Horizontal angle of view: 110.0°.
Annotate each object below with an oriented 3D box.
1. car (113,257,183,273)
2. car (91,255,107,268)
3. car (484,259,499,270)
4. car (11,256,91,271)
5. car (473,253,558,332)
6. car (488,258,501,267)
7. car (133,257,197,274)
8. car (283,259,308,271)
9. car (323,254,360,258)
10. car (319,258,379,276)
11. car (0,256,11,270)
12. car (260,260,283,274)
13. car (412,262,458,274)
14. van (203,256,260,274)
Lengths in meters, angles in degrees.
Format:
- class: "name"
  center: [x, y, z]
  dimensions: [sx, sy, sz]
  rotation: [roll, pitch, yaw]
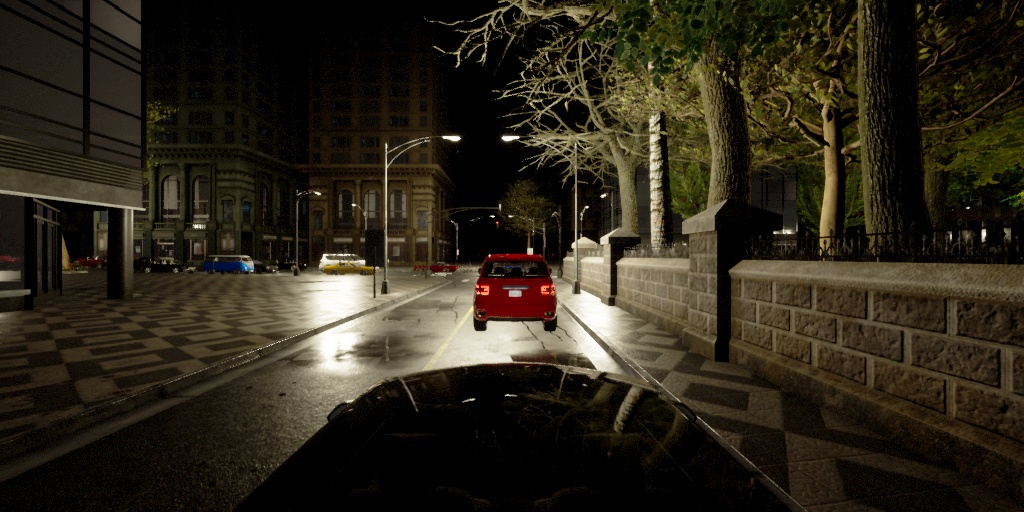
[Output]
- class: "car"
  center: [-36.612, 0.858, 36.184]
  dimensions: [4.902, 1.511, 2.128]
  rotation: [1, 0, 0]
- class: "car"
  center: [-48.784, 0.630, 42.103]
  dimensions: [4.097, 1.591, 1.967]
  rotation: [0, 0, 0]
- class: "car"
  center: [-3.119, 1.221, 54.058]
  dimensions: [2.033, 1.411, 5.357]
  rotation: [0, 0, -4]
- class: "car"
  center: [-43.040, 0.799, 33.544]
  dimensions: [4.829, 1.417, 1.751]
  rotation: [0, 0, 0]
- class: "car"
  center: [0.099, 0.971, 11.067]
  dimensions: [2.150, 2.045, 5.566]
  rotation: [0, 0, 0]
- class: "car"
  center: [-3.061, 1.155, 64.092]
  dimensions: [2.033, 1.411, 5.357]
  rotation: [0, 0, 0]
- class: "car"
  center: [-31.970, 0.980, 33.479]
  dimensions: [4.403, 1.370, 2.007]
  rotation: [0, 0, 0]
- class: "car"
  center: [-26.312, 1.065, 41.972]
  dimensions: [4.313, 1.339, 1.948]
  rotation: [0, 0, 0]
- class: "car"
  center: [-16.372, 0.830, 36.053]
  dimensions: [5.566, 2.045, 2.150]
  rotation: [1, 0, 1]
- class: "car"
  center: [-14.941, 1.146, 33.380]
  dimensions: [4.829, 1.417, 1.751]
  rotation: [0, 0, 0]
- class: "car"
  center: [-48.827, 0.742, 33.577]
  dimensions: [4.403, 1.370, 2.007]
  rotation: [0, 0, 0]
- class: "car"
  center: [-26.606, 1.043, 36.114]
  dimensions: [5.357, 1.411, 2.033]
  rotation: [1, 0, 1]
- class: "car"
  center: [-8.382, 1.290, 39.202]
  dimensions: [4.718, 1.301, 1.895]
  rotation: [1, 0, 0]
- class: "van"
  center: [-26.352, 0.840, 33.446]
  dimensions: [3.998, 1.789, 1.690]
  rotation: [0, 0, 0]
